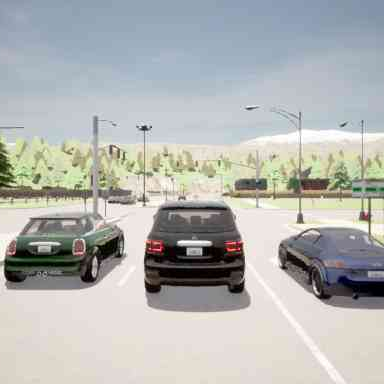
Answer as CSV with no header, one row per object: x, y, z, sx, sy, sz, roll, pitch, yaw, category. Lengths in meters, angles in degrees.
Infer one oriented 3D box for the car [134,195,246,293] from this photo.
0.069,1.221,8.988,2.150,2.045,5.566,0,0,0,car

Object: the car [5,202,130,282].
-3.424,1.352,9.881,2.097,1.767,4.553,0,0,0,car

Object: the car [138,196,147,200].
-10.630,1.549,71.739,1.994,1.385,4.181,0,0,1,car

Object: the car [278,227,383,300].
3.572,1.564,8.444,1.994,1.385,4.181,0,0,0,car

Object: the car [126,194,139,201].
-14.023,1.269,78.376,2.033,1.411,5.357,0,0,1,car

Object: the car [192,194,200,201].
1.060,1.311,83.335,1.882,1.535,5.008,0,0,1,car

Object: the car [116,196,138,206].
-10.958,1.504,56.648,1.837,1.490,4.892,0,0,1,car

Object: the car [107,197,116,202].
-14.329,1.547,62.298,2.033,1.411,5.357,0,0,2,car
